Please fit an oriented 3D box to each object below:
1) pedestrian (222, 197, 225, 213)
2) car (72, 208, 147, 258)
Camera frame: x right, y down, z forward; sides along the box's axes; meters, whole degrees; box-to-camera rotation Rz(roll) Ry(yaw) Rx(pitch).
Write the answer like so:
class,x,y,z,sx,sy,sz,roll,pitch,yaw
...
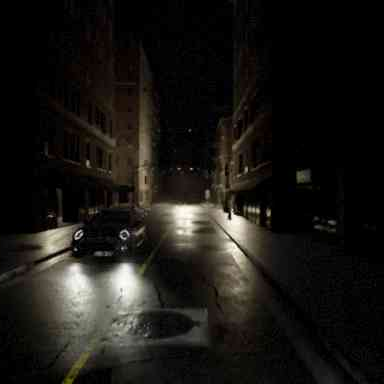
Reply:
class,x,y,z,sx,sy,sz,roll,pitch,yaw
pedestrian,3.656,1.496,38.717,0.375,1.860,0.375,0,0,0
car,-3.092,1.478,13.271,2.097,1.767,4.553,0,-1,0
